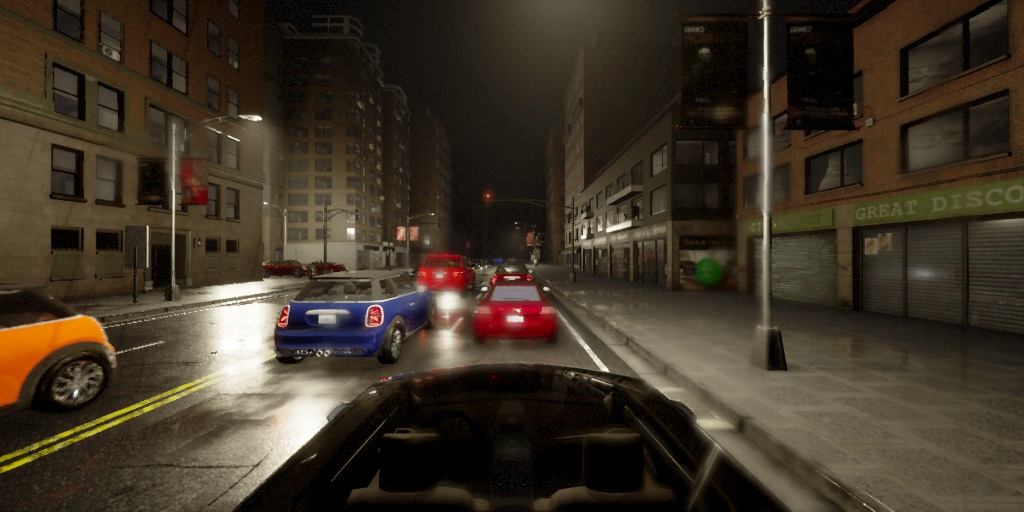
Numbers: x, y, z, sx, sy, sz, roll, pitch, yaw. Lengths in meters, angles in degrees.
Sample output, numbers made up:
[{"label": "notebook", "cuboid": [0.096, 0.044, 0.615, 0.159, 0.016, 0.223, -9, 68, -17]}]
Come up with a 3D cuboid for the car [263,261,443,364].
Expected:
[{"label": "car", "cuboid": [-3.147, 1.103, 8.249, 2.097, 1.767, 4.553, 0, 0, 0]}]

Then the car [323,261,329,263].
[{"label": "car", "cuboid": [-19.649, 1.243, 36.381, 5.008, 1.535, 1.882, 0, 0, -1]}]

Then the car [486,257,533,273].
[{"label": "car", "cuboid": [0.000, 1.104, 18.251, 2.097, 1.767, 4.553, 0, 0, 0]}]

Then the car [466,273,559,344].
[{"label": "car", "cuboid": [0.092, 1.315, 9.633, 1.994, 1.385, 4.181, 0, 0, 0]}]

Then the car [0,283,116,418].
[{"label": "car", "cuboid": [-6.600, 1.101, 3.003, 2.097, 1.767, 4.553, 0, 0, 0]}]

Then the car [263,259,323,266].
[{"label": "car", "cuboid": [-20.793, 1.102, 33.570, 4.553, 1.767, 2.097, 0, 0, 2]}]

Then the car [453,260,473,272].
[{"label": "car", "cuboid": [-6.600, 1.315, 49.104, 2.033, 1.411, 5.357, 0, 0, 0]}]

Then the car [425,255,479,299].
[{"label": "car", "cuboid": [-3.150, 0.974, 18.288, 2.150, 2.045, 5.566, 0, 0, 0]}]

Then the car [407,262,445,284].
[{"label": "car", "cuboid": [-6.602, 1.260, 28.122, 1.837, 1.490, 4.892, 0, 0, 0]}]
